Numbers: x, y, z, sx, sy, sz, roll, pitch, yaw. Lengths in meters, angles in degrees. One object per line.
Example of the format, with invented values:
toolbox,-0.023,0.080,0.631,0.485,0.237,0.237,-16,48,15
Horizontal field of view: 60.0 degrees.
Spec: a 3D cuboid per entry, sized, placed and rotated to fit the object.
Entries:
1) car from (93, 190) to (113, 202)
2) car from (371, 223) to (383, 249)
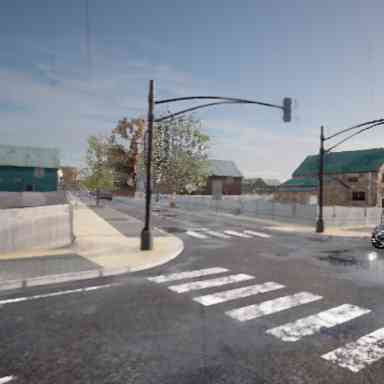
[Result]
car,-14.780,0.537,56.067,2.150,2.045,5.566,2,0,-21
car,9.725,1.565,14.301,4.553,1.767,2.097,1,-1,-34
